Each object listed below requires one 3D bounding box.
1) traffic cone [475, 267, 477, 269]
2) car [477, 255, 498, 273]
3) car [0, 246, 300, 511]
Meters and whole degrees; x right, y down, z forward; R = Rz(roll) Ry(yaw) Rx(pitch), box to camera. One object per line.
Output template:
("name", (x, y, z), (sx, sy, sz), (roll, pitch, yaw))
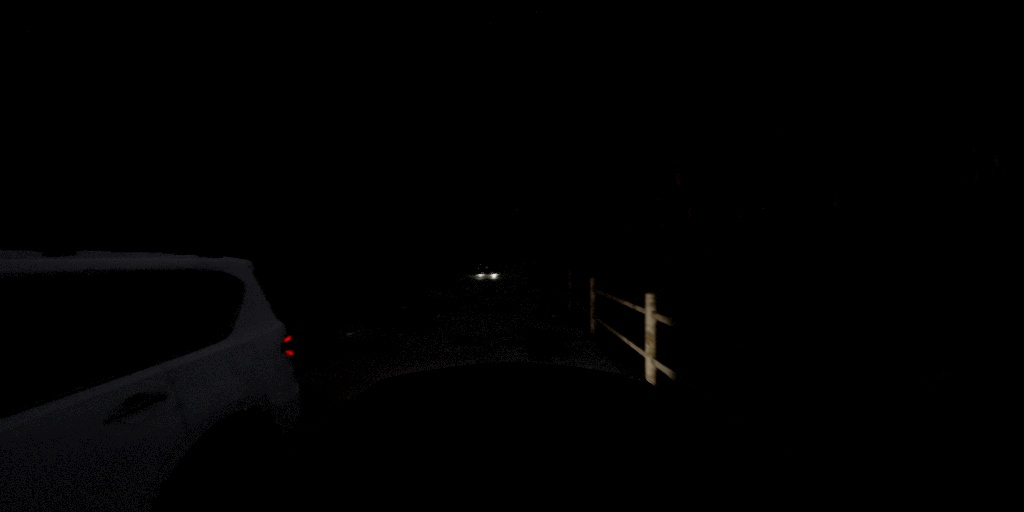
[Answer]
("traffic cone", (-5.008, 1.427, 51.810), (0.340, 0.580, 0.340), (0, 0, -12))
("car", (-2.863, 0.928, 43.135), (2.150, 2.045, 5.566), (0, 0, 0))
("car", (-2.853, 0.974, 0.727), (2.150, 2.045, 5.566), (0, 0, 0))
